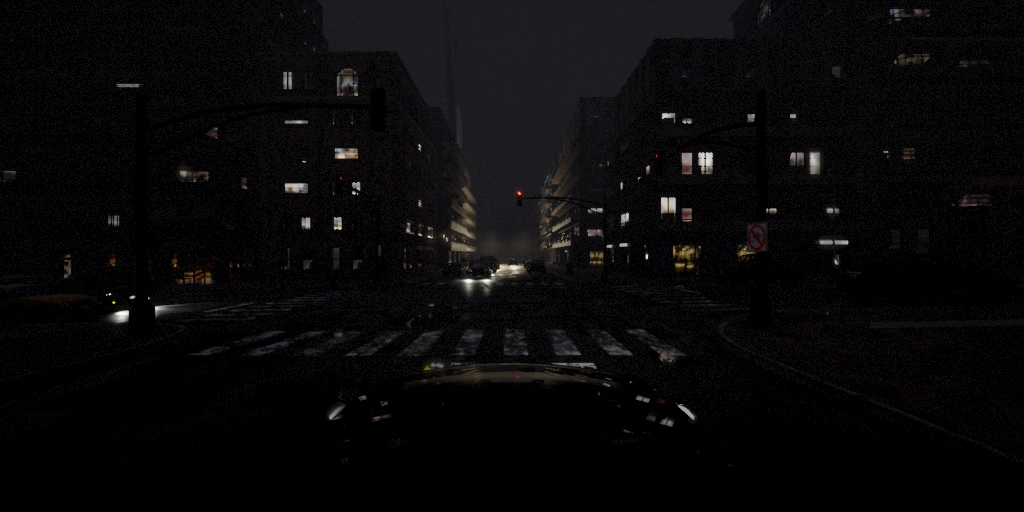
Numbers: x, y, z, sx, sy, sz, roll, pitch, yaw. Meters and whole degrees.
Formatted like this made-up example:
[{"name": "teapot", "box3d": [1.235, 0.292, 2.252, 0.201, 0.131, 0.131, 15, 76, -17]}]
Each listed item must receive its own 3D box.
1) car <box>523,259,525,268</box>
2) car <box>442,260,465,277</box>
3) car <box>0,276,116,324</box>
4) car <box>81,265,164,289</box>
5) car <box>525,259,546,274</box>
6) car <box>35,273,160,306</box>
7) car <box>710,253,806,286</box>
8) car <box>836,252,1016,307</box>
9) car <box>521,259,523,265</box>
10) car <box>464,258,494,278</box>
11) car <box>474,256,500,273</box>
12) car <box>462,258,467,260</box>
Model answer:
[{"name": "car", "box3d": [2.802, 1.200, 46.437, 1.967, 1.591, 4.097, 0, 0, 0]}, {"name": "car", "box3d": [-5.606, 1.322, 35.091, 1.948, 1.339, 4.313, 0, 0, 0]}, {"name": "car", "box3d": [-17.602, 1.585, 12.795, 4.829, 1.417, 1.751, 0, 0, 0]}, {"name": "car", "box3d": [-23.550, 1.462, 21.106, 5.009, 1.841, 2.192, 0, 0, 0]}, {"name": "car", "box3d": [2.788, 1.198, 40.754, 1.967, 1.591, 4.097, 0, 0, 0]}, {"name": "car", "box3d": [-18.288, 1.628, 15.380, 4.181, 1.385, 1.994, -1, 0, 0]}, {"name": "car", "box3d": [14.625, 0.759, 21.376, 5.009, 1.841, 2.192, 0, 0, 0]}, {"name": "car", "box3d": [14.738, 0.775, 12.997, 5.009, 1.841, 2.192, 0, 0, 0]}, {"name": "car", "box3d": [2.831, 1.348, 57.802, 1.802, 1.307, 4.207, 0, 0, 0]}, {"name": "car", "box3d": [-3.020, 1.233, 34.074, 1.882, 1.535, 5.008, 0, 0, 0]}, {"name": "car", "box3d": [-2.993, 0.981, 44.056, 2.150, 2.045, 5.566, 0, 0, 0]}, {"name": "car", "box3d": [-5.593, 1.283, 40.604, 1.751, 1.417, 4.829, 0, 0, 0]}]
